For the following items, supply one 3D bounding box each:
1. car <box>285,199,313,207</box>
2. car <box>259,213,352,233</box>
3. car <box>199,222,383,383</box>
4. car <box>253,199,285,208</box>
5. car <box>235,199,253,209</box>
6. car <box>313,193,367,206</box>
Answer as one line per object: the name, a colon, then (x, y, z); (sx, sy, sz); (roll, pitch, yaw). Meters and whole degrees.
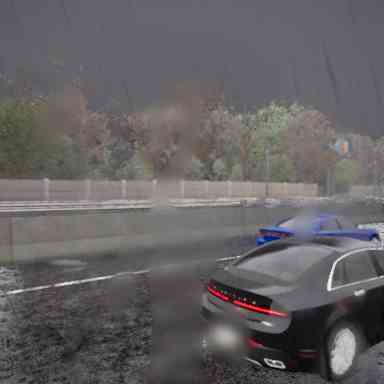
car: (12.268, 1.433, 34.236); (4.902, 1.511, 2.128); (0, 0, -35)
car: (4.389, 1.457, 11.175); (5.008, 1.535, 1.882); (0, 0, -36)
car: (2.381, 1.494, 5.446); (4.892, 1.490, 1.837); (0, 0, -36)
car: (9.664, 1.490, 36.681); (5.357, 1.411, 2.033); (0, 0, -35)
car: (7.646, 1.490, 39.538); (5.357, 1.411, 2.033); (0, 0, -35)
car: (14.305, 1.162, 31.391); (5.566, 2.045, 2.150); (0, 0, -35)
